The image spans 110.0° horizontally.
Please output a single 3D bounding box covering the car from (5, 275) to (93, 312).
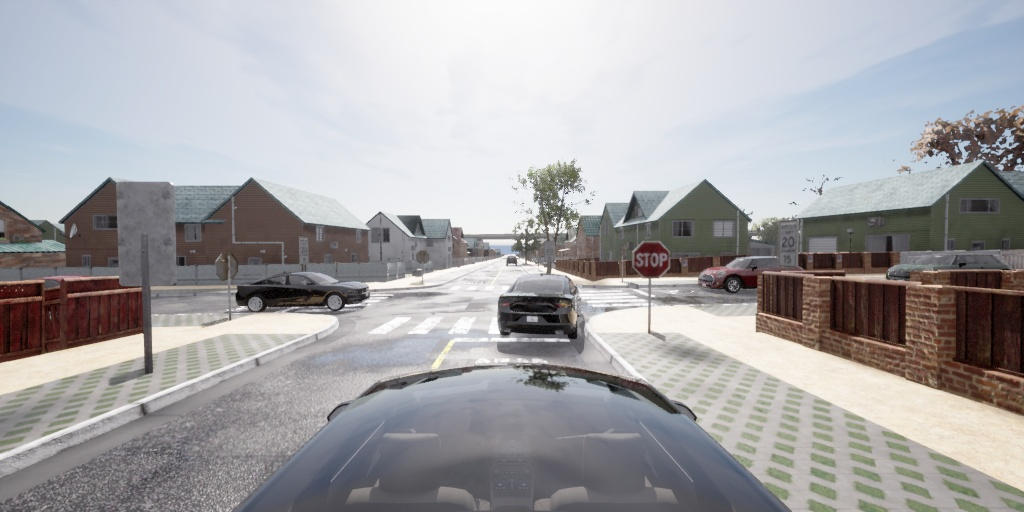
[{"bbox_3d":[-18.029,1.547,14.683,5.008,1.535,1.882,-1,2,0],"label":"car"}]

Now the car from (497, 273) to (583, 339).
[{"bbox_3d":[0.953,1.224,10.232,1.882,1.535,5.008,0,0,12],"label":"car"}]

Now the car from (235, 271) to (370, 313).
[{"bbox_3d":[-8.477,1.377,14.752,5.008,1.535,1.882,-1,2,0],"label":"car"}]

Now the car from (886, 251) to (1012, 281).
[{"bbox_3d":[21.691,0.646,17.926,4.553,1.767,2.097,-1,2,0],"label":"car"}]

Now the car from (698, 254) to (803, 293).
[{"bbox_3d":[11.796,0.820,17.848,4.553,1.767,2.097,-1,2,0],"label":"car"}]
